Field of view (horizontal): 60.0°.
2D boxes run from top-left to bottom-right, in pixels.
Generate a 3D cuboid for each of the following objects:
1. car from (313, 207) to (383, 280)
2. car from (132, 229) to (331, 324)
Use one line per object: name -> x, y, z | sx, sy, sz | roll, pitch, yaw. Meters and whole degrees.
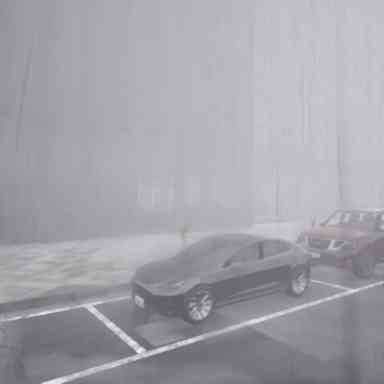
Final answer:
car -> 5.430, 1.422, 10.516 | 5.009, 1.841, 2.192 | 1, 0, -35
car -> 0.839, 1.615, 7.243 | 4.313, 1.339, 1.947 | 1, 0, -35
